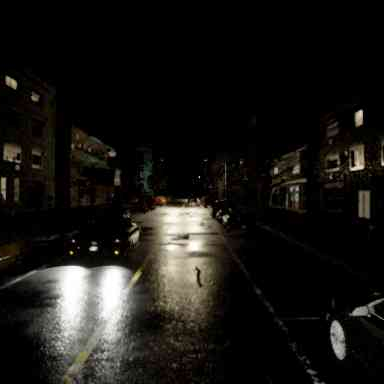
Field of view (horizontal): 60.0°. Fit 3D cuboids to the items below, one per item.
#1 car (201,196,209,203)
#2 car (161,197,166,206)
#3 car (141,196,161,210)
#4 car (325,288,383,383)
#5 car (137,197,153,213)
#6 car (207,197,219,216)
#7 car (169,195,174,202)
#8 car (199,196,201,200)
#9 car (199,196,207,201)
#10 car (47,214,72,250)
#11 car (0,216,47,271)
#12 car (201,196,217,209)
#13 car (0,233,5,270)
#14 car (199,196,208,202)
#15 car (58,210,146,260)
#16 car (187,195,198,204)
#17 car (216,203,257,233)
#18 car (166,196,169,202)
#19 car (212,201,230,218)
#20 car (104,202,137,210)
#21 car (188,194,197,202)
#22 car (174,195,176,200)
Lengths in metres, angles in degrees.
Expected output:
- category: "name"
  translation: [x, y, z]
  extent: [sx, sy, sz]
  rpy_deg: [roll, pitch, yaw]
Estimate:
- category: "car"
  translation: [2.860, 1.683, 74.789]
  extent: [1.752, 1.417, 4.829]
  rpy_deg: [1, 0, 0]
- category: "car"
  translation: [-5.612, 1.685, 52.806]
  extent: [1.802, 1.307, 4.206]
  rpy_deg: [1, 0, 0]
- category: "car"
  translation: [-5.624, 1.394, 41.741]
  extent: [2.192, 1.841, 5.009]
  rpy_deg: [1, 0, 0]
- category: "car"
  translation: [2.701, 1.558, 2.995]
  extent: [2.008, 1.369, 4.403]
  rpy_deg: [1, 0, 0]
- category: "car"
  translation: [-5.634, 1.592, 36.036]
  extent: [1.752, 1.417, 4.829]
  rpy_deg: [1, 0, 0]
- category: "car"
  translation: [2.740, 1.501, 30.661]
  extent: [1.967, 1.590, 4.097]
  rpy_deg: [1, 0, 0]
- category: "car"
  translation: [-5.648, 1.682, 76.413]
  extent: [1.752, 1.417, 4.829]
  rpy_deg: [1, 0, 0]
- category: "car"
  translation: [2.776, 1.686, 58.326]
  extent: [1.947, 1.339, 4.313]
  rpy_deg: [1, 0, 0]
- category: "car"
  translation: [2.950, 1.762, 90.555]
  extent: [1.947, 1.339, 4.313]
  rpy_deg: [1, 0, 0]
- category: "car"
  translation: [-5.664, 1.606, 14.074]
  extent: [1.802, 1.307, 4.206]
  rpy_deg: [1, 0, 0]
- category: "car"
  translation: [-5.671, 1.539, 8.371]
  extent: [1.752, 1.417, 4.829]
  rpy_deg: [1, 0, 0]
- category: "car"
  translation: [2.764, 1.410, 47.260]
  extent: [2.192, 1.841, 5.009]
  rpy_deg: [1, 0, 0]
- category: "car"
  translation: [-3.099, 1.353, 1.318]
  extent: [2.097, 1.767, 4.553]
  rpy_deg: [0, 0, 0]
- category: "car"
  translation: [2.911, 1.728, 83.010]
  extent: [2.008, 1.369, 4.403]
  rpy_deg: [1, 0, 0]
- category: "car"
  translation: [-3.076, 1.586, 12.391]
  extent: [1.994, 1.385, 4.181]
  rpy_deg: [0, 0, 0]
- category: "car"
  translation: [0.090, 1.638, 65.618]
  extent: [1.837, 1.490, 4.892]
  rpy_deg: [0, 0, 0]
- category: "car"
  translation: [2.724, 1.590, 19.595]
  extent: [2.008, 1.369, 4.403]
  rpy_deg: [1, 0, 0]
- category: "car"
  translation: [-5.602, 1.556, 58.339]
  extent: [1.967, 1.590, 4.097]
  rpy_deg: [1, 0, 0]
- category: "car"
  translation: [2.731, 1.632, 25.128]
  extent: [1.802, 1.307, 4.206]
  rpy_deg: [1, 0, 0]
- category: "car"
  translation: [-5.649, 1.628, 25.141]
  extent: [1.802, 1.307, 4.206]
  rpy_deg: [1, 0, 0]
- category: "car"
  translation: [0.104, 1.423, 76.008]
  extent: [2.097, 1.767, 4.553]
  rpy_deg: [0, 0, 0]
- category: "car"
  translation: [-5.687, 1.735, 87.649]
  extent: [2.008, 1.369, 4.403]
  rpy_deg: [1, 0, 0]
